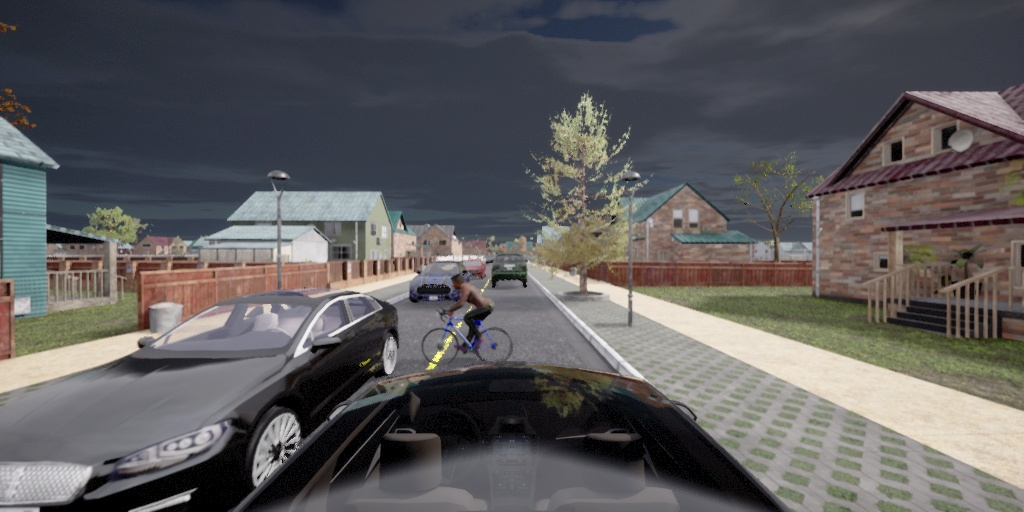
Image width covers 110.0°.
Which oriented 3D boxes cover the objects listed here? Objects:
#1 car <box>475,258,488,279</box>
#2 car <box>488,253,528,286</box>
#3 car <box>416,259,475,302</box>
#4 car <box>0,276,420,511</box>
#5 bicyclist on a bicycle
[{"bbox_3d":[-3.160,1.017,29.074,1.882,1.535,5.008,0,0,0],"label":"car"},{"bbox_3d":[-0.172,0.803,23.213,2.150,2.045,5.566,0,0,-1],"label":"car"},{"bbox_3d":[-3.017,0.990,15.859,2.097,1.767,4.553,0,0,-1],"label":"car"},{"bbox_3d":[-2.869,1.219,4.457,2.128,1.511,4.902,0,0,-1],"label":"car"},{"bbox_3d":[-0.807,1.157,6.423,1.656,1.620,0.582,0,0,-1],"label":"bicyclist on a bicycle"}]
